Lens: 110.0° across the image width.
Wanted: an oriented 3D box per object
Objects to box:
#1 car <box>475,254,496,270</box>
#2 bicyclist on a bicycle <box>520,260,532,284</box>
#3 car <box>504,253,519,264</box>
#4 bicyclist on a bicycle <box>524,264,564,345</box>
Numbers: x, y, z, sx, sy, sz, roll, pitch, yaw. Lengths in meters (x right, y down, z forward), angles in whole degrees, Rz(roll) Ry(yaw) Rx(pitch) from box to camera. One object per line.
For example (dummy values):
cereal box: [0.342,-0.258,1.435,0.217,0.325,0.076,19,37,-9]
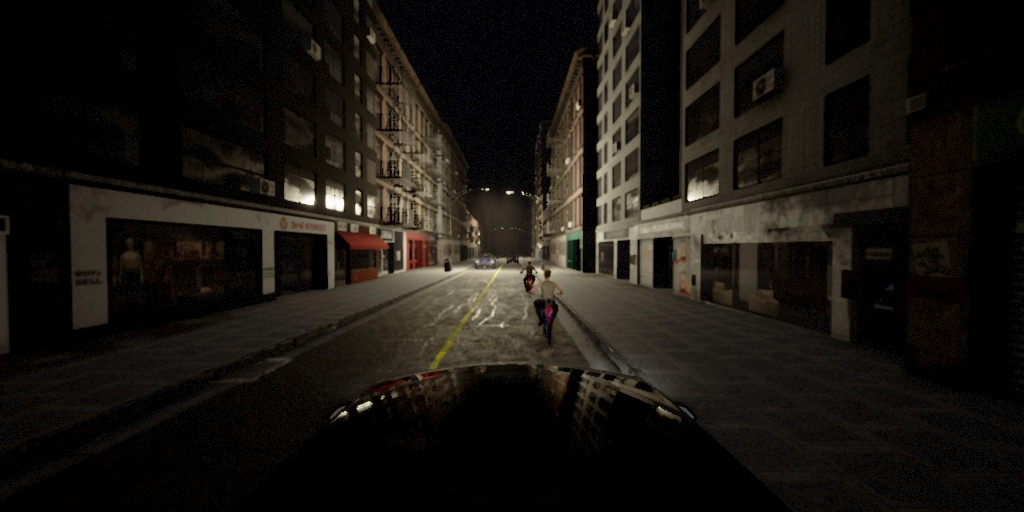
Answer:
car: [-2.835,0.540,39.122,2.097,1.767,4.553,0,1,0]
bicyclist on a bicycle: [0.769,0.968,15.942,0.866,1.612,1.509,0,1,0]
car: [0.111,0.526,57.390,1.895,1.301,4.718,0,1,0]
bicyclist on a bicycle: [0.787,1.087,8.163,0.866,1.612,1.509,0,1,0]
